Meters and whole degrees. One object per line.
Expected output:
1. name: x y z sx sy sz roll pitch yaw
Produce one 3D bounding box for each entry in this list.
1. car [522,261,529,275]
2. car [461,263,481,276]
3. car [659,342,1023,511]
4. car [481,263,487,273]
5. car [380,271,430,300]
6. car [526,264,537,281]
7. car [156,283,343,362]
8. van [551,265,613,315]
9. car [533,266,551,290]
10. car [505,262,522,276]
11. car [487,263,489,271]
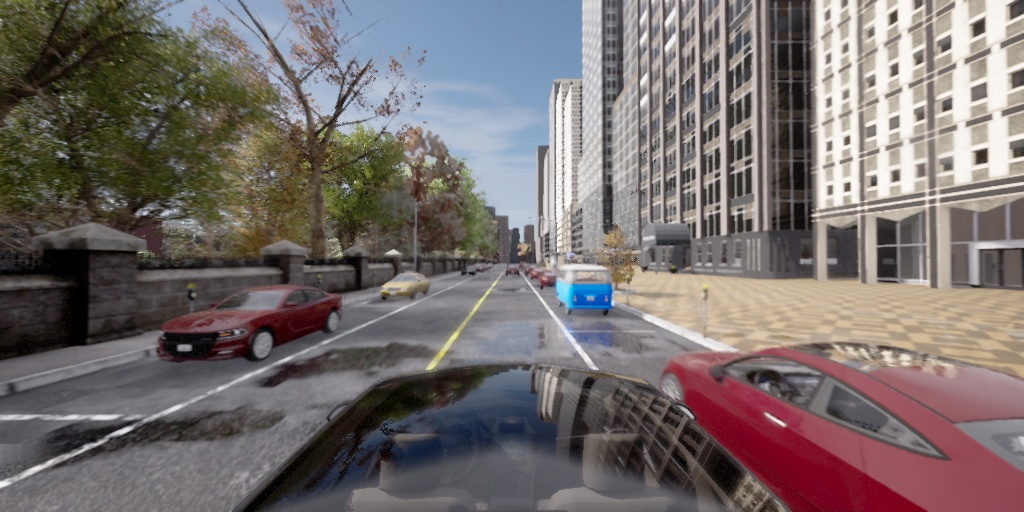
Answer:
1. car: 2.683 1.799 47.895 1.967 1.591 4.097 0 0 0
2. car: -5.697 1.925 47.893 1.948 1.339 4.313 0 0 0
3. car: 2.689 1.346 2.841 1.802 1.307 4.207 0 0 0
4. car: -5.699 1.958 59.155 1.967 1.591 4.097 0 0 0
5. car: -5.694 1.508 19.565 1.751 1.417 4.829 0 0 0
6. car: 2.685 1.790 36.631 1.802 1.307 4.207 0 0 0
7. car: -5.692 1.381 8.471 1.888 1.381 4.507 0 0 0
8. van: 2.687 1.250 14.105 1.690 1.789 3.998 0 0 0
9. car: 2.686 1.639 25.367 1.802 1.307 4.207 0 0 0
10. car: 0.092 1.899 48.868 1.812 1.442 4.674 0 -1 0
11. car: -5.700 2.166 64.786 1.948 1.339 4.313 0 0 0
